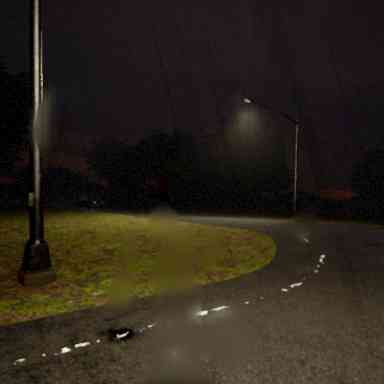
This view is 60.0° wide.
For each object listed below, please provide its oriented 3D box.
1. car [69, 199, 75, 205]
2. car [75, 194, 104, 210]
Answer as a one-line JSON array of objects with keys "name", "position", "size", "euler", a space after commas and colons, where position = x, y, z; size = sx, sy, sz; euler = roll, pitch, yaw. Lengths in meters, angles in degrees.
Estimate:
[{"name": "car", "position": [-27.145, 2.449, 77.731], "size": [2.033, 1.411, 5.357], "euler": [4, -3, -35]}, {"name": "car", "position": [-14.238, 1.381, 46.997], "size": [2.150, 2.045, 5.566], "euler": [4, -3, -35]}]
